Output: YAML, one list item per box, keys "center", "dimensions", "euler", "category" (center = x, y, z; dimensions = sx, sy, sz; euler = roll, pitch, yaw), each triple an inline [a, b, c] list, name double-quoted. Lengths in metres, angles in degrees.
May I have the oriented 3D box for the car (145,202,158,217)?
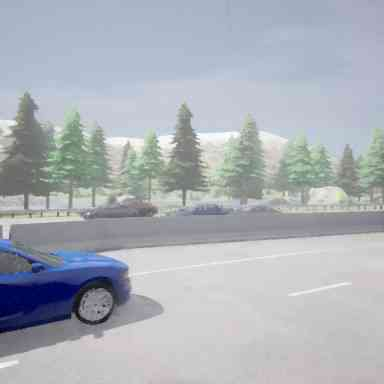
- center: [-5.225, 1.525, 28.928]
  dimensions: [4.674, 1.442, 1.812]
  euler: [0, 0, -27]
  category: "car"

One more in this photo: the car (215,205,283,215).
- center: [3.969, 1.564, 21.726]
  dimensions: [4.181, 1.385, 1.994]
  euler: [0, 0, -24]
  category: "car"

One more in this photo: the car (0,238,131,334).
- center: [-3.447, 1.477, 5.397]
  dimensions: [5.008, 1.535, 1.882]
  euler: [0, 0, -36]
  category: "car"

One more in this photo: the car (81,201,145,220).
- center: [-6.006, 1.564, 24.554]
  dimensions: [4.181, 1.385, 1.994]
  euler: [0, 0, -28]
  category: "car"

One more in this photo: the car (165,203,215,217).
- center: [0.691, 1.547, 24.167]
  dimensions: [5.357, 1.411, 2.033]
  euler: [0, 0, -25]
  category: "car"
